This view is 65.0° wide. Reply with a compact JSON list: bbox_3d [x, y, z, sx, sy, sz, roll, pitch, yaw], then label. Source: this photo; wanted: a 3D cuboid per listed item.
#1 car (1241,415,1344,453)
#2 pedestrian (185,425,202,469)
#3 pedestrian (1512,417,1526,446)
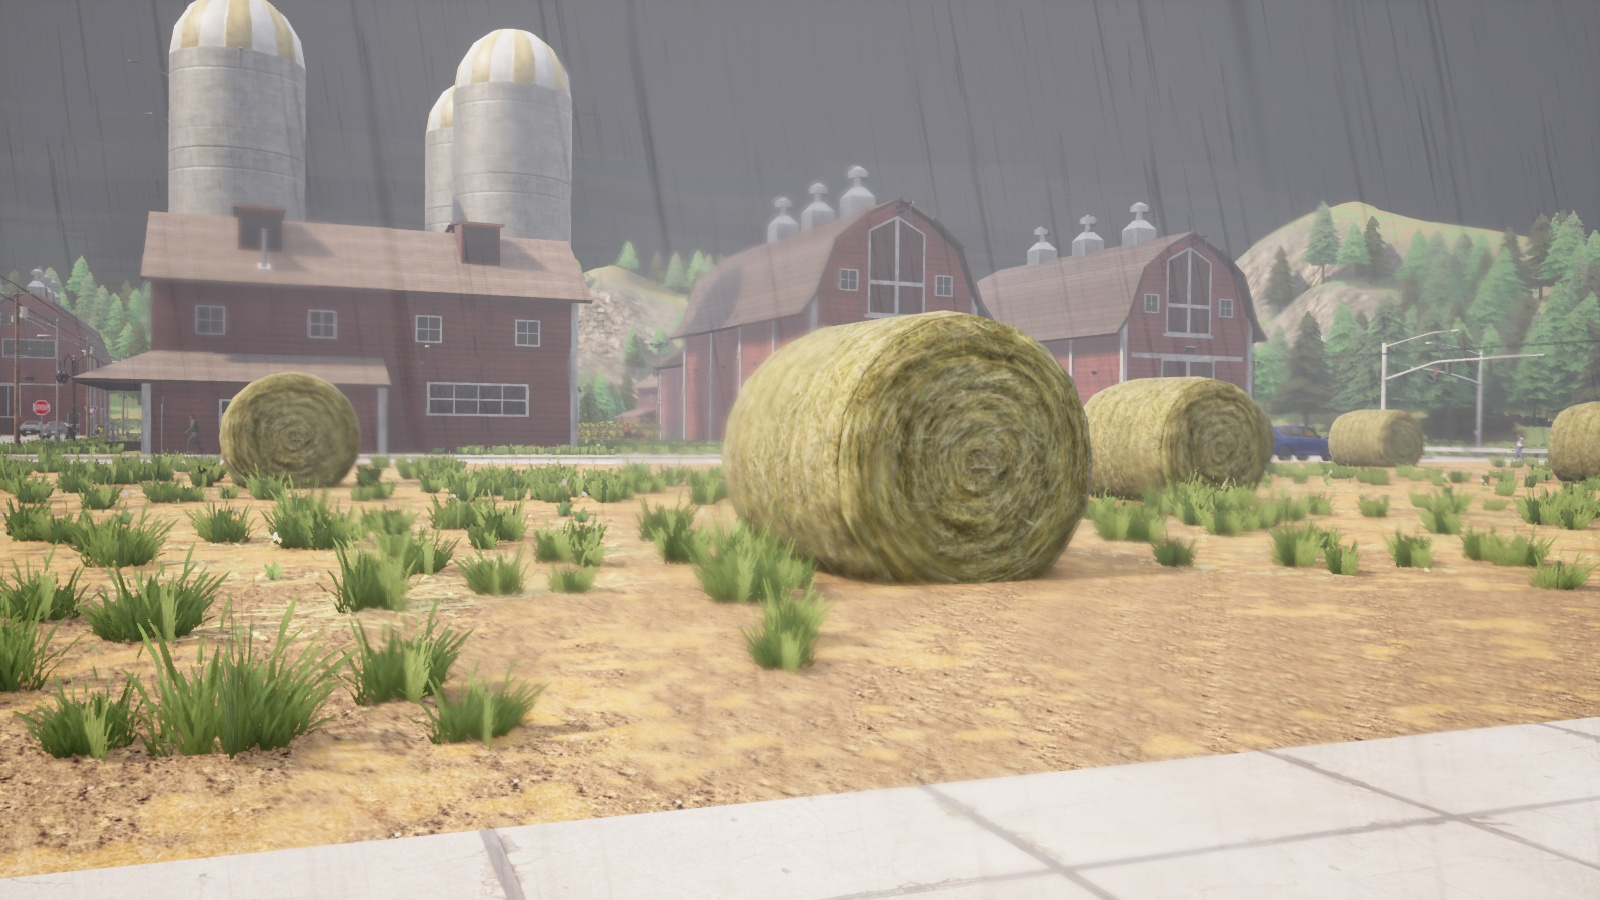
[{"bbox_3d":[27.680,-0.921,70.506,5.566,2.045,2.150,-1,1,-25],"label":"car"},{"bbox_3d":[-26.013,-0.126,53.822,0.614,1.847,0.353,-1,1,-27],"label":"pedestrian"},{"bbox_3d":[45.840,-1.189,80.042,0.354,1.836,0.706,-1,1,-28],"label":"pedestrian"}]
